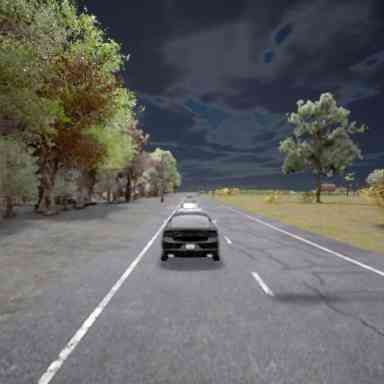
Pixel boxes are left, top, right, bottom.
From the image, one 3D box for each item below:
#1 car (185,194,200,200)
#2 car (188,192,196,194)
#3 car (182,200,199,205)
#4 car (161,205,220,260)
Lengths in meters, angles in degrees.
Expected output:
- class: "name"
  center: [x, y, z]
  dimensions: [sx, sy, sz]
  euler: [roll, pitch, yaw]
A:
- class: "car"
  center: [-0.271, 1.487, 49.451]
  dimensions: [2.033, 1.411, 5.357]
  euler: [0, 0, 0]
- class: "car"
  center: [-0.467, 1.371, 83.893]
  dimensions: [1.837, 1.490, 4.892]
  euler: [0, 0, 0]
- class: "car"
  center: [-0.148, 1.572, 27.762]
  dimensions: [1.895, 1.301, 4.718]
  euler: [0, 0, 0]
- class: "car"
  center: [-0.058, 1.467, 12.362]
  dimensions: [1.882, 1.535, 5.008]
  euler: [0, 0, 0]
